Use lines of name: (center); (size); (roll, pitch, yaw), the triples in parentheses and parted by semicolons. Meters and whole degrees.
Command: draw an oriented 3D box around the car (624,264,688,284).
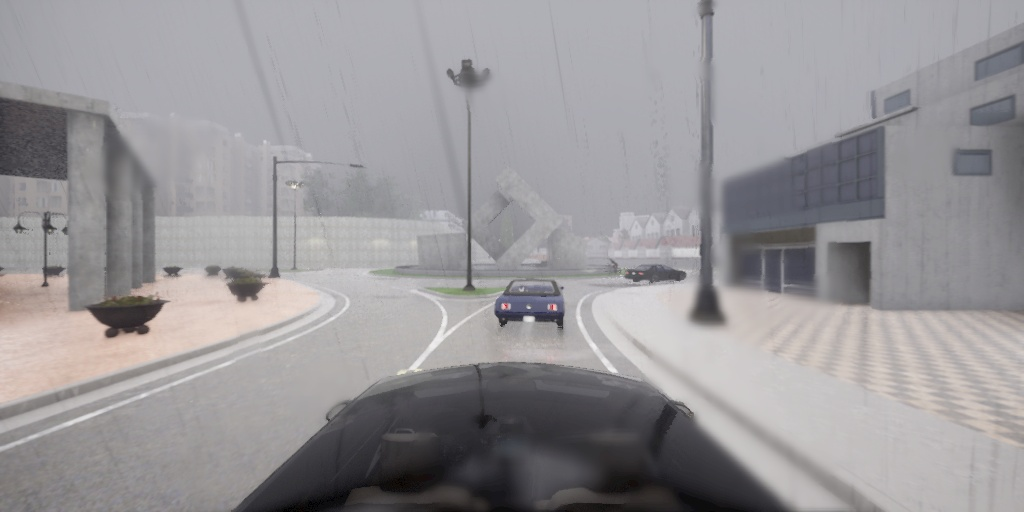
car: (10.924, 1.297, 27.160); (5.357, 1.411, 2.033); (0, 0, -31)

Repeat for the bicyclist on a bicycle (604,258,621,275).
bicyclist on a bicycle: (10.013, 1.053, 35.769); (1.656, 1.620, 0.582); (0, 0, 30)

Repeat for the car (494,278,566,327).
car: (0.733, 1.351, 11.518); (1.895, 1.301, 4.718); (0, 0, 7)
